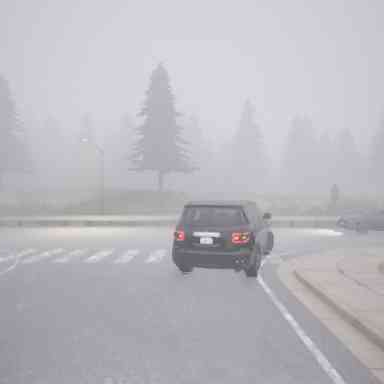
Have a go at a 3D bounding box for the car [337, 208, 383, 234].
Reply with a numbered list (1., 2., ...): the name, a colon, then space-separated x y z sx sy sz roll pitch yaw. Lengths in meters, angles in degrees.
1. car: 10.585 1.607 19.034 4.181 1.385 1.994 0 0 1

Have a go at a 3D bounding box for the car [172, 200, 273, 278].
1. car: 1.197 1.248 10.525 2.150 2.045 5.566 0 0 18
